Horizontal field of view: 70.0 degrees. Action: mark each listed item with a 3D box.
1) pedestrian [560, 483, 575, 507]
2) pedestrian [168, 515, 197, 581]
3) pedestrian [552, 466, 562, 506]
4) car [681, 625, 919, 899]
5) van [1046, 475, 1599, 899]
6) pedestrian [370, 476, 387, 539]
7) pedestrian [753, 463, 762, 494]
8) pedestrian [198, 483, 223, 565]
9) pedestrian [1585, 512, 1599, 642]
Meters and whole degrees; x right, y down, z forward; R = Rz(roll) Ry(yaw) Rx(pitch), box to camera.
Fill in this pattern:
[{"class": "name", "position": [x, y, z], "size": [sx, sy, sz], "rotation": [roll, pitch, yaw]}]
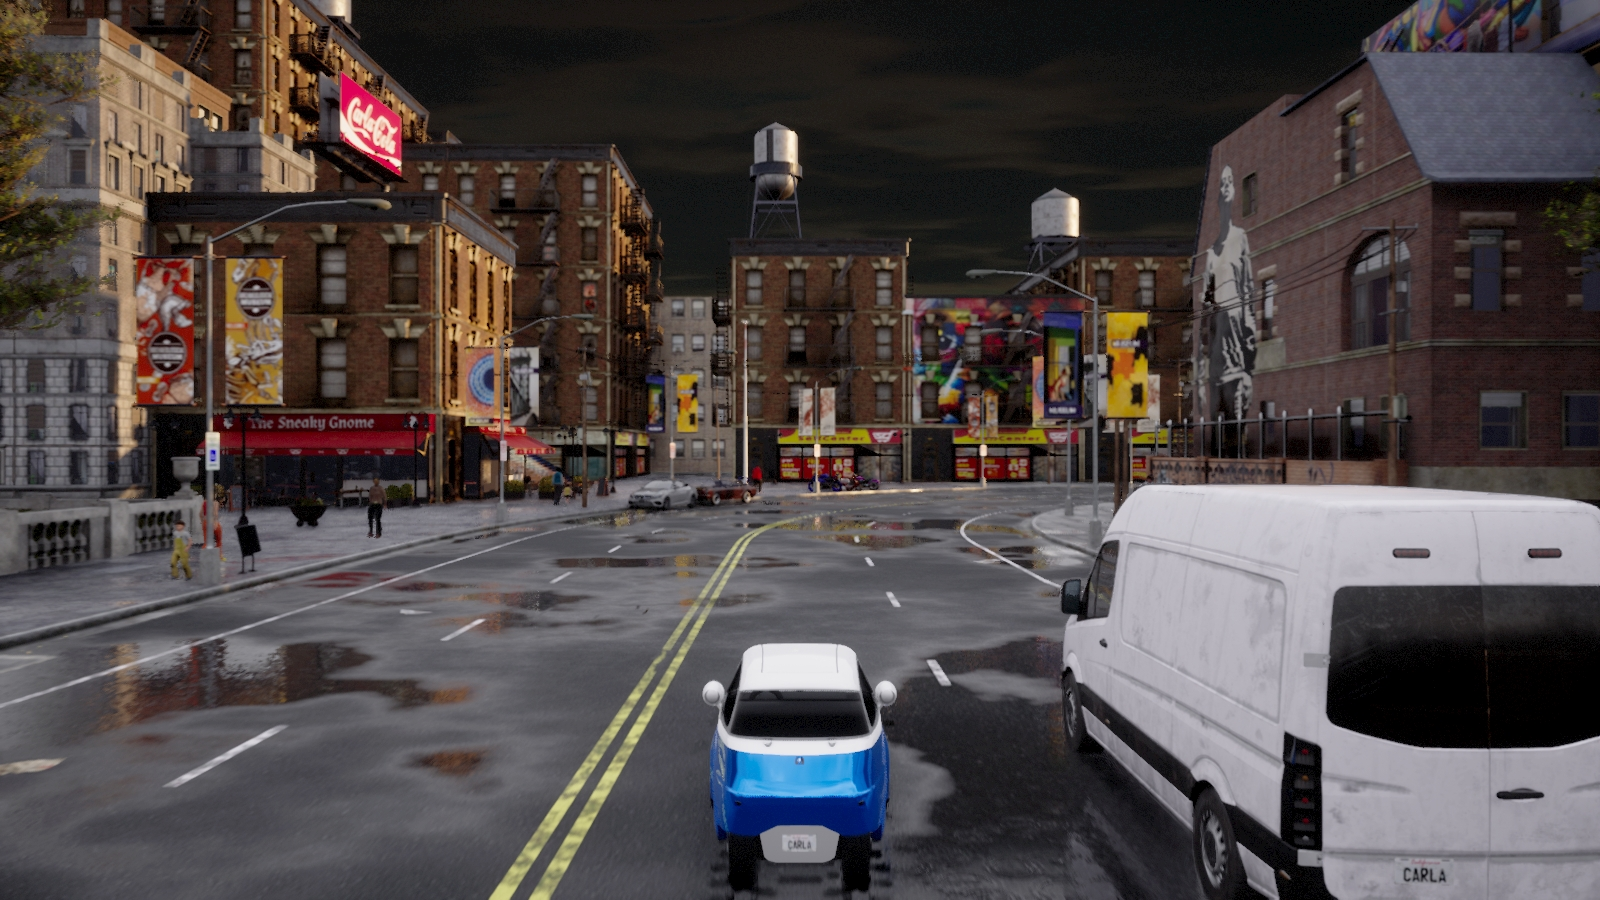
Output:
[{"class": "pedestrian", "position": [-10.831, 2.083, 53.143], "size": [0.500, 1.100, 0.500], "rotation": [0, 0, 19]}, {"class": "pedestrian", "position": [-12.518, 1.981, 23.154], "size": [0.375, 1.300, 0.375], "rotation": [0, 0, 4]}, {"class": "pedestrian", "position": [-11.480, 1.703, 54.015], "size": [0.375, 1.860, 0.375], "rotation": [0, 0, 10]}, {"class": "car", "position": [-0.002, 2.121, 8.204], "size": [1.481, 1.376, 2.207], "rotation": [0, 0, 0]}, {"class": "van", "position": [3.509, 1.535, 8.738], "size": [1.988, 2.561, 5.915], "rotation": [0, 0, 0]}, {"class": "pedestrian", "position": [-12.561, 1.700, 34.062], "size": [0.375, 1.860, 0.375], "rotation": [0, 0, 3]}, {"class": "pedestrian", "position": [-2.572, 1.704, 69.021], "size": [0.375, 1.860, 0.375], "rotation": [0, 0, 26]}, {"class": "pedestrian", "position": [-13.565, 1.701, 26.311], "size": [0.375, 1.860, 0.375], "rotation": [0, 0, 3]}, {"class": "pedestrian", "position": [11.751, 1.851, 16.685], "size": [0.375, 1.860, 0.375], "rotation": [0, 0, 15]}]
